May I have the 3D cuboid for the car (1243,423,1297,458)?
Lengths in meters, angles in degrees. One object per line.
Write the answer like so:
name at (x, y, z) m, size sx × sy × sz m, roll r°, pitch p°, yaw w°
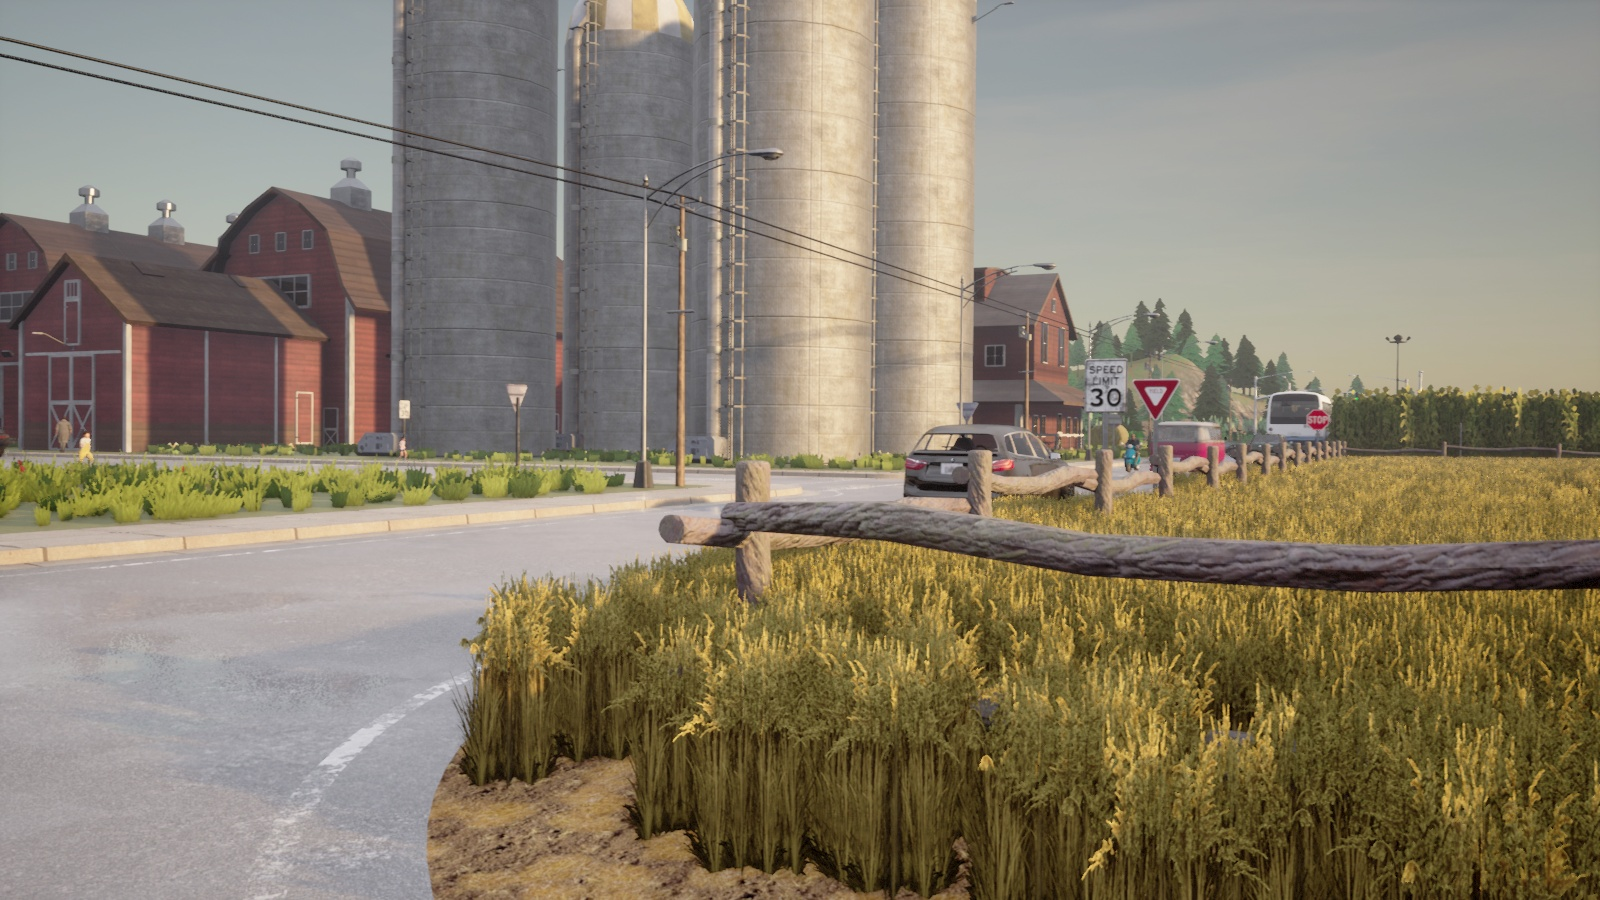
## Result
car at (24.150, -0.501, 64.416) m, size 2.097 × 1.767 × 4.553 m, roll 0°, pitch 1°, yaw 27°

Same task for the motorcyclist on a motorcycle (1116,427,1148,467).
motorcyclist on a motorcycle at (13.445, -0.123, 50.771) m, size 0.866 × 1.590 × 1.817 m, roll 0°, pitch 1°, yaw 27°

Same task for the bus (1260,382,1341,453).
bus at (32.173, -2.026, 80.455) m, size 3.944 × 4.253 × 10.273 m, roll 0°, pitch 1°, yaw 27°

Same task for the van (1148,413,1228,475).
van at (13.212, -0.212, 42.568) m, size 1.775 × 1.987 × 4.442 m, roll 0°, pitch 1°, yaw 28°

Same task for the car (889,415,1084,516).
car at (3.591, 0.228, 23.328) m, size 2.242 × 1.667 × 4.611 m, roll 0°, pitch 1°, yaw 27°

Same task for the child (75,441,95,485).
child at (-20.760, 0.365, 36.469) m, size 0.437 × 1.263 × 0.270 m, roll 0°, pitch 1°, yaw 25°

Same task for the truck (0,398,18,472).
truck at (-40.818, -0.674, 59.179) m, size 7.936 × 3.462 × 2.891 m, roll 0°, pitch 1°, yaw 26°

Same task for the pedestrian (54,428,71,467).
pedestrian at (-37.061, -0.126, 63.119) m, size 0.659 × 1.952 × 0.873 m, roll -1°, pitch 1°, yaw -28°
